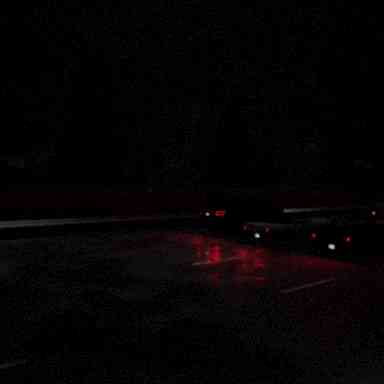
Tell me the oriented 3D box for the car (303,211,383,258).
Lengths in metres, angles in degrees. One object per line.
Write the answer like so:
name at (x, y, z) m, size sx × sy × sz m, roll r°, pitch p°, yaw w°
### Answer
car at (6.686, 1.613, 12.866) m, size 4.718 × 1.301 × 1.895 m, roll 0°, pitch 0°, yaw -35°

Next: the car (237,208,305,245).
car at (4.653, 1.613, 15.715) m, size 4.718 × 1.301 × 1.895 m, roll 0°, pitch 0°, yaw -35°

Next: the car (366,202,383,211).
car at (16.830, 1.555, 28.688) m, size 4.674 × 1.442 × 1.812 m, roll 0°, pitch 0°, yaw -35°

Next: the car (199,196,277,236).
car at (3.002, 1.236, 18.832) m, size 5.566 × 2.045 × 2.150 m, roll 0°, pitch 0°, yaw -35°
